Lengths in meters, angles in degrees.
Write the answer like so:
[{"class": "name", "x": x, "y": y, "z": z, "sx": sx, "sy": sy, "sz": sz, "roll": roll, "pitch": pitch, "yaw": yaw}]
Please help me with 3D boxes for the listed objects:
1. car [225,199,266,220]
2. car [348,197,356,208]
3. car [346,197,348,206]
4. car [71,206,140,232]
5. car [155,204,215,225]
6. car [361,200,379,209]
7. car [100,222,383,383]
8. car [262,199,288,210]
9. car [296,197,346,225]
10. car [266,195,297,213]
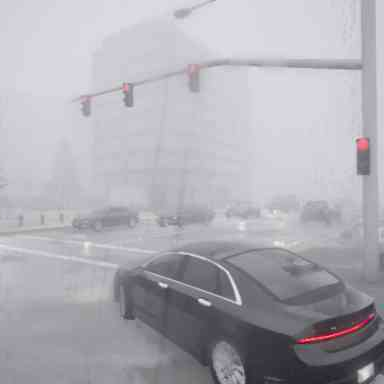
[{"class": "car", "x": 4.740, "y": 1.664, "z": 30.396, "sx": 1.812, "sy": 1.442, "sz": 4.674, "roll": -1, "pitch": 0, "yaw": 35}, {"class": "car", "x": 24.118, "y": 1.577, "z": 51.501, "sx": 2.128, "sy": 1.511, "sz": 4.902, "roll": -1, "pitch": 0, "yaw": 35}, {"class": "car", "x": 18.993, "y": 1.615, "z": 44.223, "sx": 1.812, "sy": 1.442, "sz": 4.674, "roll": -1, "pitch": 0, "yaw": 35}, {"class": "car", "x": -5.556, "y": 1.687, "z": 21.872, "sx": 1.837, "sy": 1.490, "sz": 4.892, "roll": -1, "pitch": 0, "yaw": 35}, {"class": "car", "x": -0.415, "y": 1.743, "z": 23.091, "sx": 1.895, "sy": 1.301, "sz": 4.718, "roll": -1, "pitch": 0, "yaw": 35}, {"class": "car", "x": 25.205, "y": 1.539, "z": 46.965, "sx": 2.128, "sy": 1.511, "sz": 4.902, "roll": -1, "pitch": 0, "yaw": 35}, {"class": "car", "x": 0.332, "y": 1.534, "z": 5.268, "sx": 1.837, "sy": 1.490, "sz": 4.892, "roll": -2, "pitch": 1, "yaw": -35}, {"class": "car", "x": 11.511, "y": 1.695, "z": 46.028, "sx": 1.812, "sy": 1.442, "sz": 4.674, "roll": -1, "pitch": 0, "yaw": 36}, {"class": "car", "x": 9.822, "y": 1.411, "z": 25.148, "sx": 2.097, "sy": 1.767, "sz": 4.553, "roll": -1, "pitch": 0, "yaw": 35}, {"class": "car", "x": 10.805, "y": 1.355, "z": 38.984, "sx": 2.150, "sy": 2.045, "sz": 5.566, "roll": -1, "pitch": 0, "yaw": 36}]
